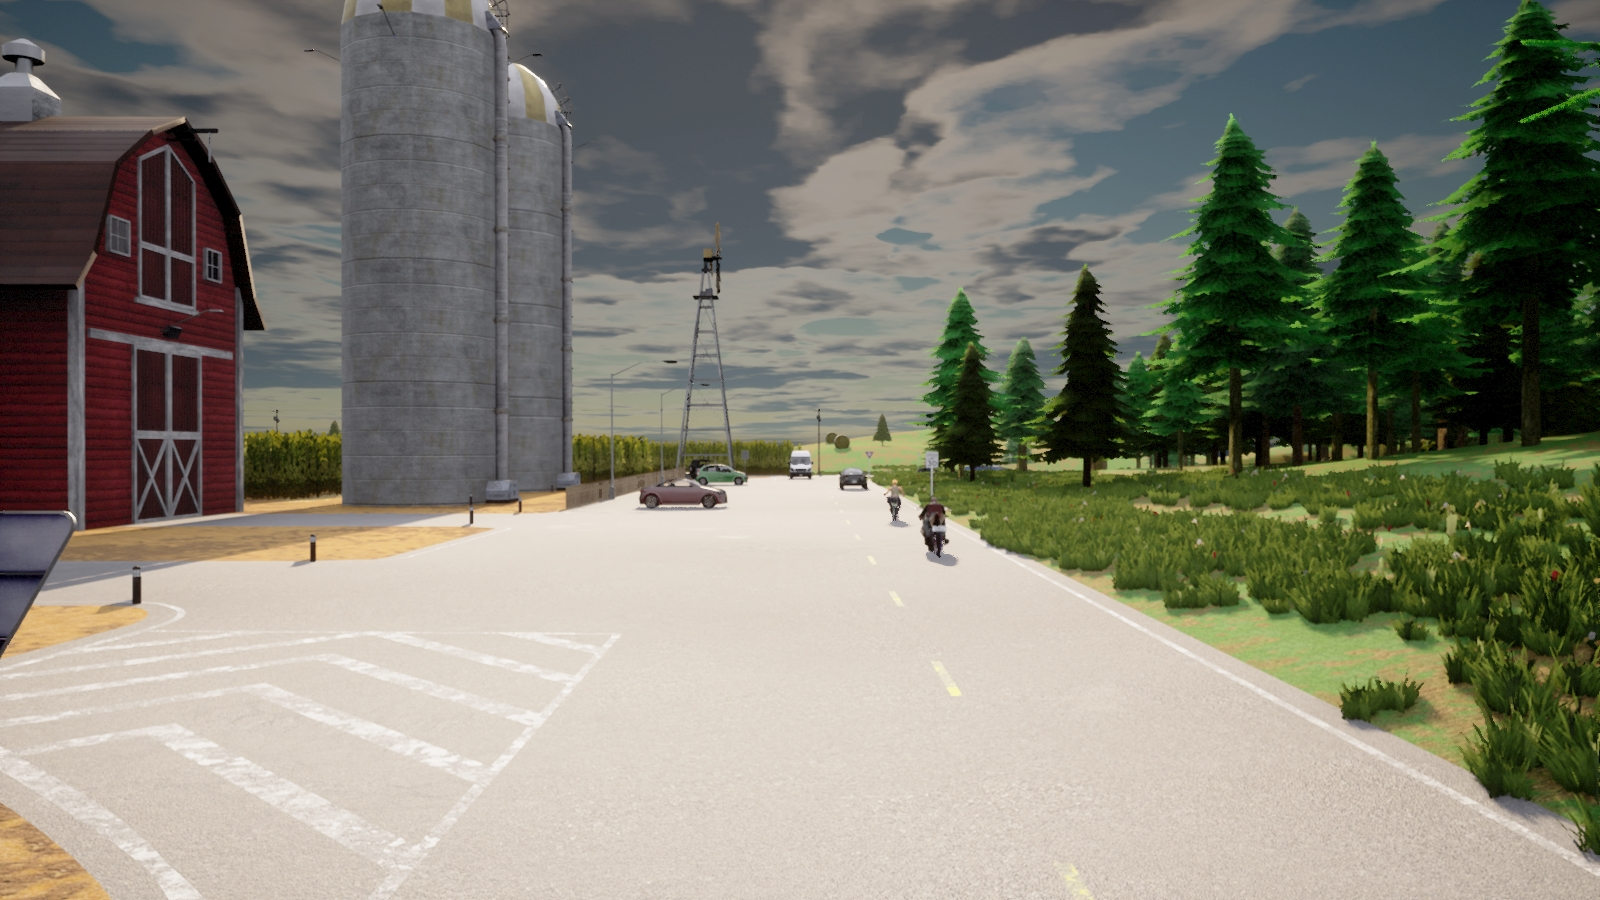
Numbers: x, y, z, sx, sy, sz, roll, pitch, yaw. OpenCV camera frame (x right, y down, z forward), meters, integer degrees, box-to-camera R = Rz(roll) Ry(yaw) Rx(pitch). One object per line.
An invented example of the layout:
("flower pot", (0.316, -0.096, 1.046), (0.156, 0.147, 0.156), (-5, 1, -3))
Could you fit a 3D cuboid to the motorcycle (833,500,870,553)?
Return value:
("motorcycle", (1.350, 2.005, 30.179), (0.867, 1.251, 2.209), (0, 0, 0))
